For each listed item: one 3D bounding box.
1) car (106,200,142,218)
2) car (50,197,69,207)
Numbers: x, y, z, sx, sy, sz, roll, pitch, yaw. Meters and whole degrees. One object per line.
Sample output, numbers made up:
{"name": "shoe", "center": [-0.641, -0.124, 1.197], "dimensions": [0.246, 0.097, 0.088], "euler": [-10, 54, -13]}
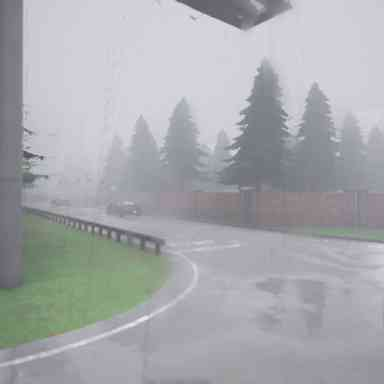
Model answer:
{"name": "car", "center": [-5.900, 1.411, 28.707], "dimensions": [1.812, 1.442, 4.674], "euler": [0, 0, -34]}
{"name": "car", "center": [-19.291, 1.404, 48.440], "dimensions": [1.812, 1.442, 4.674], "euler": [0, 0, -34]}
